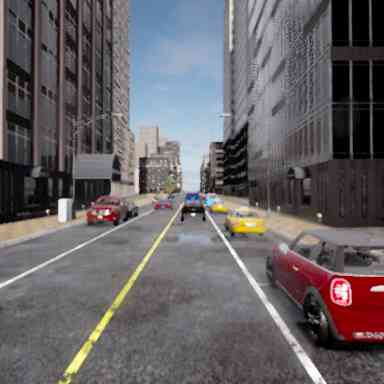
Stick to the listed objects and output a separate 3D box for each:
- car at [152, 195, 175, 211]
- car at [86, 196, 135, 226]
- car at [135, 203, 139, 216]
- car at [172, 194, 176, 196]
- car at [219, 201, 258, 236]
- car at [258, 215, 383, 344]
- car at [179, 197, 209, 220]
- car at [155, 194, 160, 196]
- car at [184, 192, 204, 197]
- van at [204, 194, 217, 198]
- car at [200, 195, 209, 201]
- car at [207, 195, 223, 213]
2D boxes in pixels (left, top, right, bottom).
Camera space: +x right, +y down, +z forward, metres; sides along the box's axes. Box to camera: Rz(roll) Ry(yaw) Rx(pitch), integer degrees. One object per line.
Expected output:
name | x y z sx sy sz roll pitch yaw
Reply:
car | -3.099 1.404 37.718 1.994 1.385 4.181 0 0 0
car | -5.644 1.217 22.960 2.192 1.841 5.009 1 0 0
car | -5.651 1.445 28.537 1.947 1.339 4.313 1 0 0
car | -3.019 0.884 78.338 1.895 1.301 4.718 0 0 0
car | 2.700 1.449 17.671 1.752 1.417 4.829 1 0 0
car | 2.705 1.412 6.346 1.967 1.590 4.097 1 0 0
car | 0.095 1.391 26.430 1.837 1.490 4.892 0 0 0
car | -5.655 1.204 56.413 1.967 1.590 4.097 1 0 0
car | 0.098 1.041 43.415 2.150 2.045 5.566 0 1 0
van | 2.697 1.150 45.386 1.690 1.788 3.998 1 0 0
car | 2.685 1.277 73.274 1.802 1.307 4.206 1 0 0
car | 2.696 1.380 34.403 1.752 1.417 4.829 1 0 0
